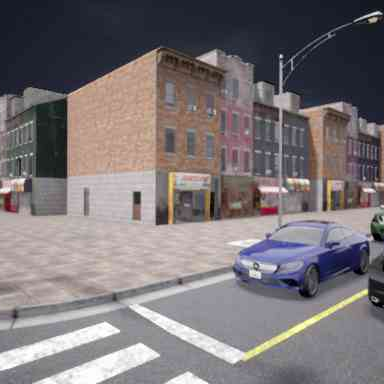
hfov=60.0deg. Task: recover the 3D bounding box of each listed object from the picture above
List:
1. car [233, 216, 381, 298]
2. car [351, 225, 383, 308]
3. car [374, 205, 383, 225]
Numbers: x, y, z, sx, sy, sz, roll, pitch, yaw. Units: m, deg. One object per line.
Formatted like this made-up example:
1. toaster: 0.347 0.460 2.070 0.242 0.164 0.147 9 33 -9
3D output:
1. car: 3.061 1.499 8.677 4.674 1.442 1.812 0 0 -43
2. car: 5.248 1.488 6.813 4.892 1.490 1.837 0 0 -43
3. car: 10.273 1.184 15.347 5.566 2.045 2.150 0 0 -42
